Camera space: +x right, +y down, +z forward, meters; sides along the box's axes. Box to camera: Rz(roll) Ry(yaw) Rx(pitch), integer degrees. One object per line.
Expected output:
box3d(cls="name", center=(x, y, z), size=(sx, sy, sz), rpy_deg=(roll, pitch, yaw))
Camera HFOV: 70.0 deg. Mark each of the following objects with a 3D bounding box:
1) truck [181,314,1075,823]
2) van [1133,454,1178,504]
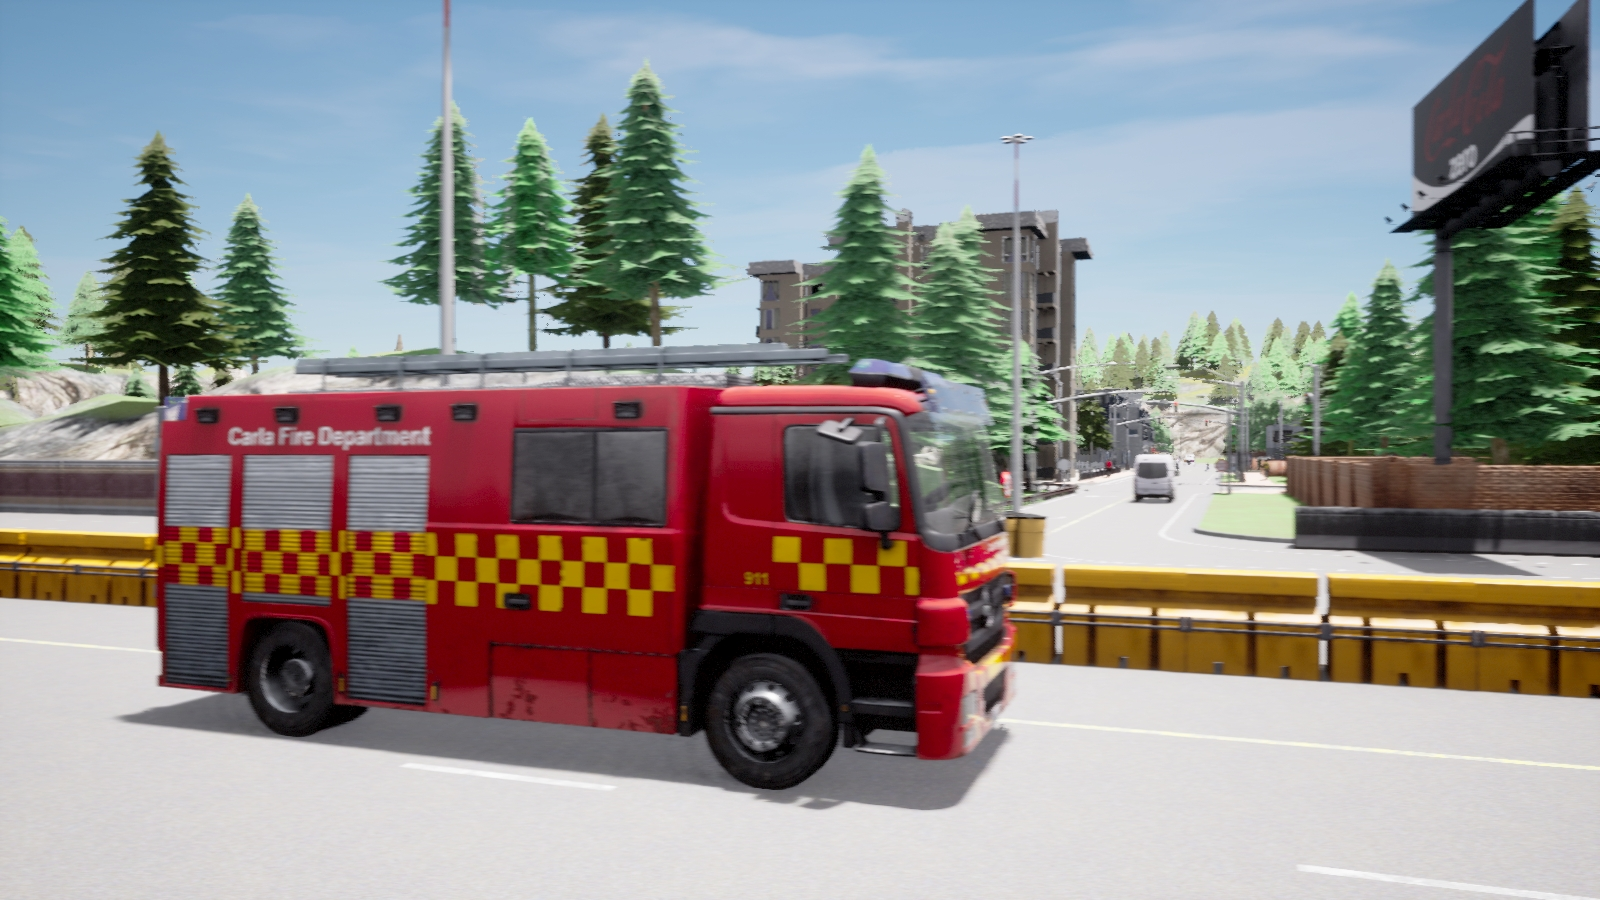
box3d(cls="truck", center=(-1.756, 0.890, 11.397), size=(8.468, 3.827, 2.891), rpy_deg=(0, 0, 20))
box3d(cls="van", center=(19.382, 1.513, 62.158), size=(1.988, 2.561, 5.915), rpy_deg=(0, 0, 21))
